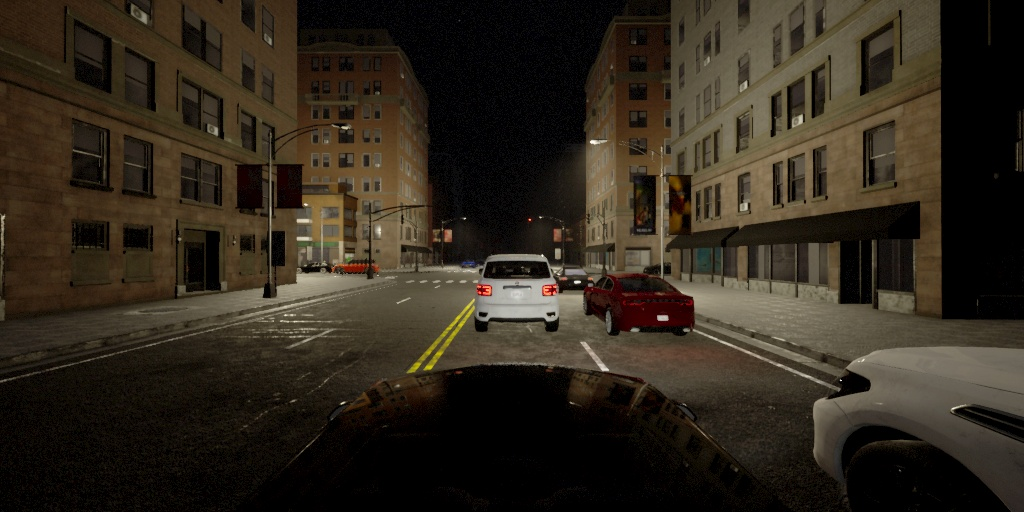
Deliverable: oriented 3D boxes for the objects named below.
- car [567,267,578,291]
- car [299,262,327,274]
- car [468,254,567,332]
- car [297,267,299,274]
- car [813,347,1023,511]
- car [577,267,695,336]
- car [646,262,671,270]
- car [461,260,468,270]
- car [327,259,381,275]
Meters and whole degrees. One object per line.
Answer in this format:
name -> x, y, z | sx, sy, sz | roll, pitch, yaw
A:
car -> 3.389, 1.313, 20.529 | 1.994, 1.385, 4.181 | 0, 0, 0
car -> -22.042, 1.325, 40.345 | 4.313, 1.339, 1.948 | 0, 0, 0
car -> 0.123, 0.971, 11.009 | 2.150, 2.045, 5.566 | 0, 0, 0
car -> -22.101, 1.169, 32.320 | 4.097, 1.591, 1.967 | 0, 0, 0
car -> 3.346, 0.972, 0.281 | 2.150, 2.045, 5.566 | 0, 0, 0
car -> 3.369, 1.227, 10.441 | 1.882, 1.535, 5.008 | 0, 0, 0
car -> 16.111, 1.350, 37.882 | 4.181, 1.385, 1.994 | 0, 0, 0
car -> -6.481, 1.267, 54.074 | 1.812, 1.442, 4.674 | 0, 0, 0
car -> -16.337, 1.104, 37.723 | 4.553, 1.767, 2.097 | 0, 0, -2
